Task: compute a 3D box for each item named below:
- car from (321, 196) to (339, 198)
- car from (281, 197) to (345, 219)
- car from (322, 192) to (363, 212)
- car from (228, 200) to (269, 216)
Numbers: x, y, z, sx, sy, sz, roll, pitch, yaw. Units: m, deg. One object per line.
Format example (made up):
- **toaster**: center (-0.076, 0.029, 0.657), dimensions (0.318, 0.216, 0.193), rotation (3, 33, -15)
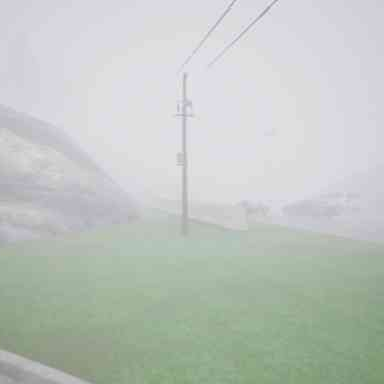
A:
- **car**: center (11.614, 1.380, 32.139), dimensions (1.895, 1.301, 4.718), rotation (0, 0, -18)
- **car**: center (9.533, 1.361, 27.237), dimensions (2.033, 1.411, 5.357), rotation (0, 0, -18)
- **car**: center (14.704, 0.982, 33.949), dimensions (2.150, 2.045, 5.566), rotation (0, 0, -18)
- **car**: center (4.962, 1.410, 29.959), dimensions (1.895, 1.301, 4.718), rotation (0, 0, -18)
